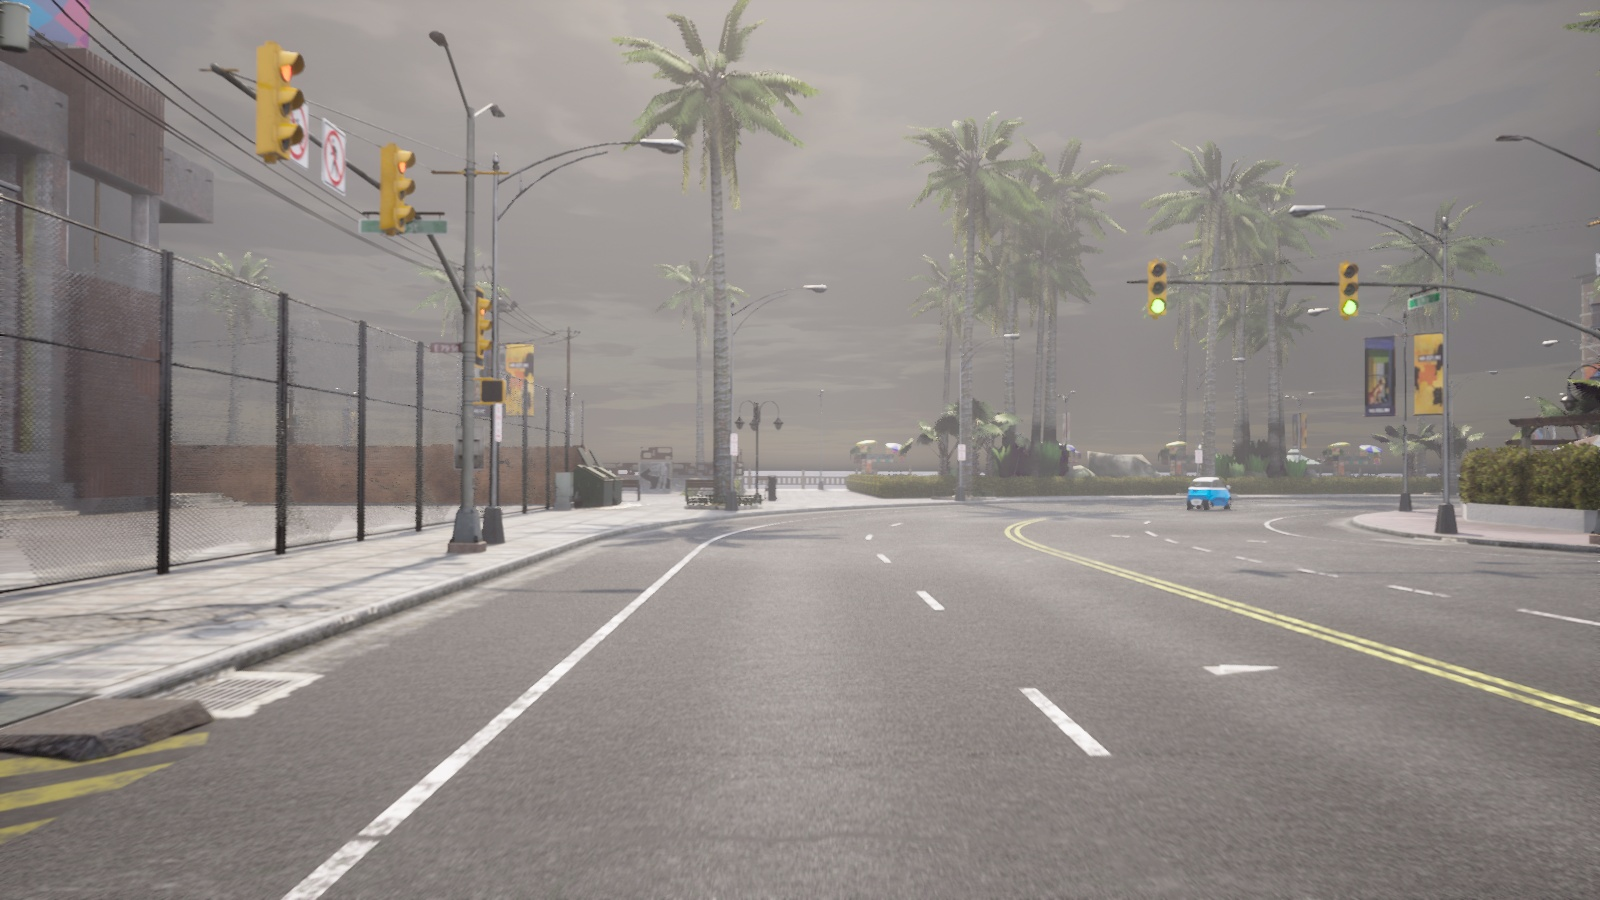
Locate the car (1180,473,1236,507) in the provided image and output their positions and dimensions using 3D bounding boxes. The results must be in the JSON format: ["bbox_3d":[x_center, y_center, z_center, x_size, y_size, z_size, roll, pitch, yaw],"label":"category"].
[{"bbox_3d":[17.224,1.688,52.953,1.481,1.376,2.207,-1,-1,41],"label":"car"}]
